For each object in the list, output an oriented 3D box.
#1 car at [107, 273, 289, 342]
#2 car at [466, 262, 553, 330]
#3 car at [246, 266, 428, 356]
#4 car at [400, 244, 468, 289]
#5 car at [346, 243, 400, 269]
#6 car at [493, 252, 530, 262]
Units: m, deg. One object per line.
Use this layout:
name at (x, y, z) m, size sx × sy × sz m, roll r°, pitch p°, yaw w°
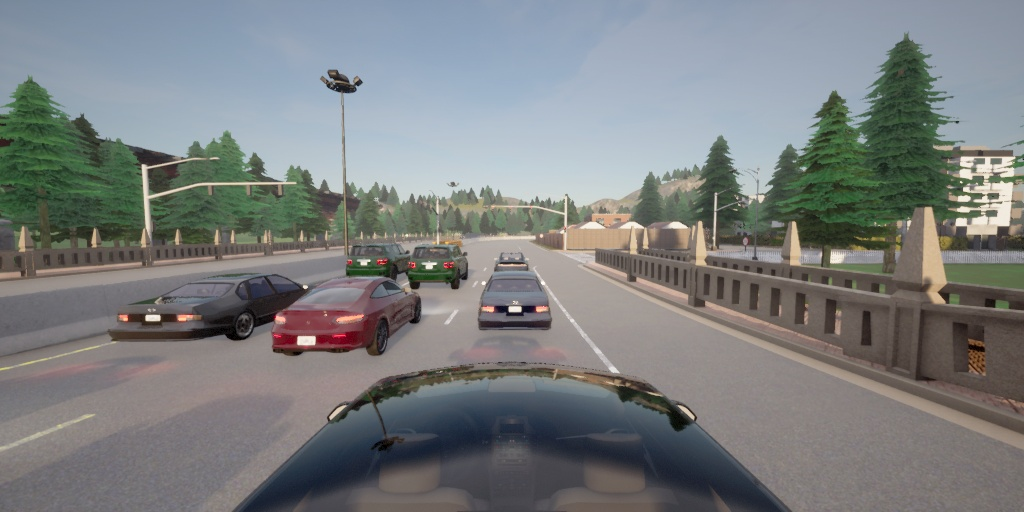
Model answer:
car at (-6.945, 1.156, 9.427) m, size 2.033 × 1.411 × 5.357 m, roll 0°, pitch 2°, yaw 0°
car at (0.049, 1.121, 10.410) m, size 2.033 × 1.411 × 5.357 m, roll 0°, pitch 2°, yaw 0°
car at (-3.439, 1.172, 8.253) m, size 1.812 × 1.442 × 4.674 m, roll 0°, pitch 2°, yaw -1°
car at (-3.504, 0.398, 17.790) m, size 2.150 × 2.045 × 5.566 m, roll 0°, pitch 4°, yaw 0°
car at (-7.018, 0.284, 19.615) m, size 2.150 × 2.045 × 5.566 m, roll 0°, pitch 4°, yaw 0°
car at (-0.021, 0.528, 20.106) m, size 2.128 × 1.511 × 4.902 m, roll 0°, pitch 3°, yaw 0°
